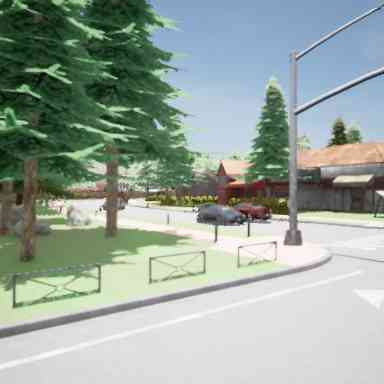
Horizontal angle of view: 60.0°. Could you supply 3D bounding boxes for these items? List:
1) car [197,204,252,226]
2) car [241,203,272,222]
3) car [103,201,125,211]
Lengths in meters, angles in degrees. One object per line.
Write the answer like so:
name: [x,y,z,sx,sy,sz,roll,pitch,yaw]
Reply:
car: [2.181,1.759,25.236,1.994,1.385,4.181,0,0,-35]
car: [4.515,1.680,28.353,1.882,1.535,5.008,0,0,-36]
car: [-10.414,1.760,44.102,1.994,1.385,4.181,0,0,-30]
